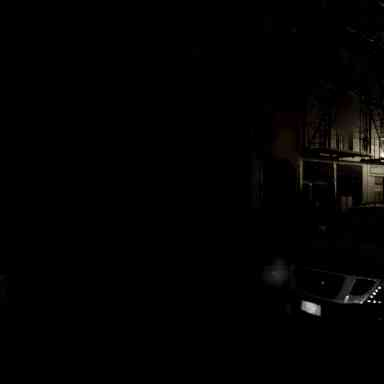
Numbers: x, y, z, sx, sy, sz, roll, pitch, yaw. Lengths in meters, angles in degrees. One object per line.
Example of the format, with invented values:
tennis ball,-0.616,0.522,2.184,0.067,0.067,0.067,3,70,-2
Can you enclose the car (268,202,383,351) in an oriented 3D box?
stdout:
car,3.868,1.221,6.118,5.566,2.045,2.150,0,0,-35
